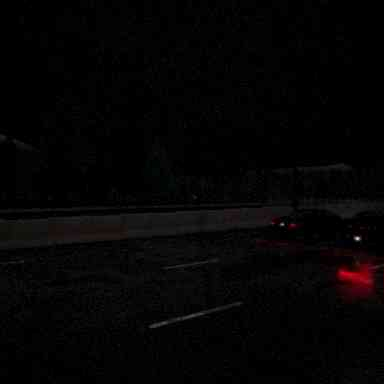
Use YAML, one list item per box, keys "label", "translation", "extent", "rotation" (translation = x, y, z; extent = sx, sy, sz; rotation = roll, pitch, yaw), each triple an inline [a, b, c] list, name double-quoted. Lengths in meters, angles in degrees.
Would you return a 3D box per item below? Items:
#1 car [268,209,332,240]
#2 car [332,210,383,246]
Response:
- label: "car"
  translation: [6.238, 1.564, 16.917]
  extent: [5.357, 1.411, 2.033]
  rotation: [0, 0, -35]
- label: "car"
  translation: [8.271, 1.517, 14.067]
  extent: [4.892, 1.490, 1.837]
  rotation: [0, 0, -35]
